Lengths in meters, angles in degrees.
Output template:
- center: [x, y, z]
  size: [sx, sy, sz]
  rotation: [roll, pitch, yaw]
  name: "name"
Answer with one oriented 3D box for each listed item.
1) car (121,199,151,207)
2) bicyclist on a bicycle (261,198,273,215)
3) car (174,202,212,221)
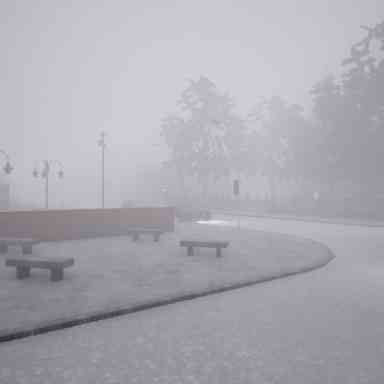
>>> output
- center: [-6.019, 1.505, 35.458]
  size: [1.837, 1.490, 4.892]
  rotation: [0, 0, -35]
  name: "car"
- center: [7.092, 1.349, 31.482]
  size: [1.656, 1.620, 0.582]
  rotation: [0, 0, -35]
  name: "bicyclist on a bicycle"
- center: [-0.249, 1.564, 27.323]
  size: [1.994, 1.385, 4.181]
  rotation: [0, 0, -35]
  name: "car"
